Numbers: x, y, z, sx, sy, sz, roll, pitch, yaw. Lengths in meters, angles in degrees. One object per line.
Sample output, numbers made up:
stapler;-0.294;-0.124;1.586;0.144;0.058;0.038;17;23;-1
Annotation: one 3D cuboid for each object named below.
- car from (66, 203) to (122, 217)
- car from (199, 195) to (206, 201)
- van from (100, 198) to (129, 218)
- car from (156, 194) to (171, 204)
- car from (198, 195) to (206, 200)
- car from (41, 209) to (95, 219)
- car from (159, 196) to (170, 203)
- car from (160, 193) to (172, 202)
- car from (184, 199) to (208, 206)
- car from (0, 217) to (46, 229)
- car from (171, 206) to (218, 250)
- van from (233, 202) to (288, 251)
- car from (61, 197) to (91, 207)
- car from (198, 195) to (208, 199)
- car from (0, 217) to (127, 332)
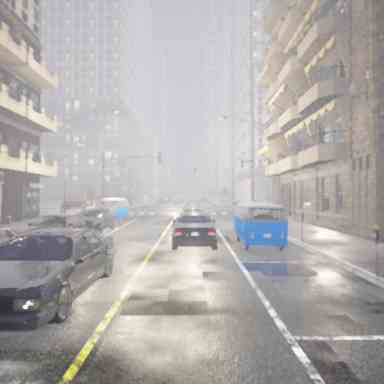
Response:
car;-5.645;1.559;19.258;1.947;1.339;4.313;1;0;0
car;2.698;1.492;85.404;1.752;1.417;4.829;1;0;0
van;-5.811;1.332;24.799;1.690;1.788;3.998;1;0;0
car;-5.679;1.416;62.865;1.967;1.590;4.097;1;0;0
car;2.697;1.531;90.811;1.947;1.339;4.313;1;0;0
car;-5.645;1.577;13.718;1.802;1.307;4.206;1;0;0
car;-5.682;1.555;68.441;1.802;1.307;4.206;1;0;0
car;-5.677;1.286;74.016;2.192;1.841;5.009;1;0;0
car;0.097;1.537;26.738;2.033;1.411;5.357;0;0;0
car;-5.644;1.548;8.177;2.008;1.369;4.403;1;0;0
car;0.099;1.542;14.323;2.033;1.411;5.357;0;0;0
van;2.707;1.336;13.771;1.690;1.788;3.998;1;0;0
car;-16.495;1.480;47.444;4.097;1.590;1.967;0;-1;0
car;2.697;1.553;74.078;1.802;1.307;4.206;1;0;0
car;-3.062;1.545;7.373;2.033;1.411;5.357;0;0;0
